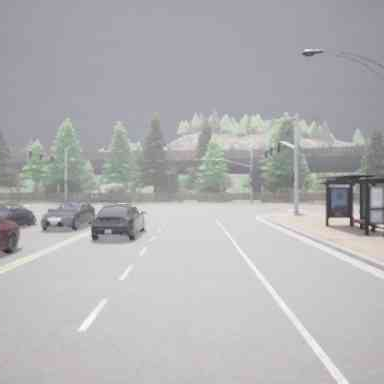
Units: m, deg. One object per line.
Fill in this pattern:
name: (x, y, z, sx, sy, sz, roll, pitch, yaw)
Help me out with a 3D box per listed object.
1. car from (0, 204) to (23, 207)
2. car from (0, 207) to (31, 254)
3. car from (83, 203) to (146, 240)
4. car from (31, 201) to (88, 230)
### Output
car: (-10.509, 1.371, 18.565, 1.994, 1.385, 4.181, 0, 1, 0)
car: (-7.081, 1.419, 10.229, 1.812, 1.442, 4.674, 0, 1, 0)
car: (-3.406, 1.338, 15.961, 1.837, 1.490, 4.892, 0, 1, 0)
car: (-7.001, 1.291, 19.299, 2.128, 1.511, 4.902, 0, 1, 0)
